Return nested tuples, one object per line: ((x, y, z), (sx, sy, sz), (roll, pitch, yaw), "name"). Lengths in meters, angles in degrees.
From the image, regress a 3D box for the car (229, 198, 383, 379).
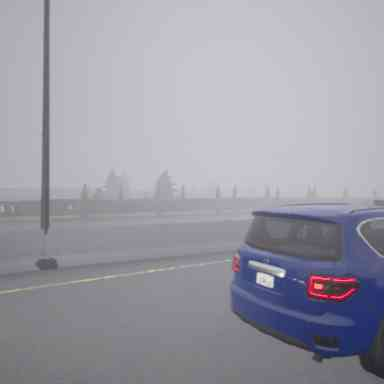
((3.214, 1.216, 5.628), (5.566, 2.045, 2.150), (0, 0, -31), "car")

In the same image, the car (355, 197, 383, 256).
((9.110, 1.224, 12.907), (5.566, 2.045, 2.150), (0, 0, -28), "car")

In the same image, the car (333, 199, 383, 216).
((16.400, 1.495, 32.742), (5.008, 1.535, 1.882), (0, 0, -27), "car")
